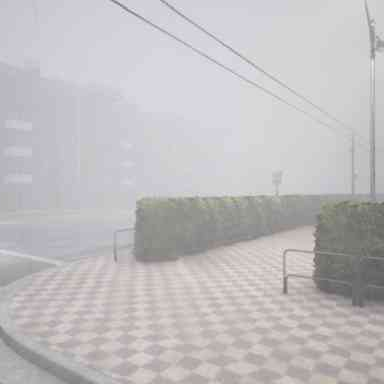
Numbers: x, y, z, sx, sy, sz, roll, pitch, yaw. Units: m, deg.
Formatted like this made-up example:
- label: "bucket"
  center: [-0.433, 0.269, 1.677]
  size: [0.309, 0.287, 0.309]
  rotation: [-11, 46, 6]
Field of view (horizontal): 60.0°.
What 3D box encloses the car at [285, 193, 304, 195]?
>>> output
- label: "car"
  center: [13.981, 1.213, 44.443]
  size: [2.150, 2.045, 5.566]
  rotation: [0, 0, 36]
